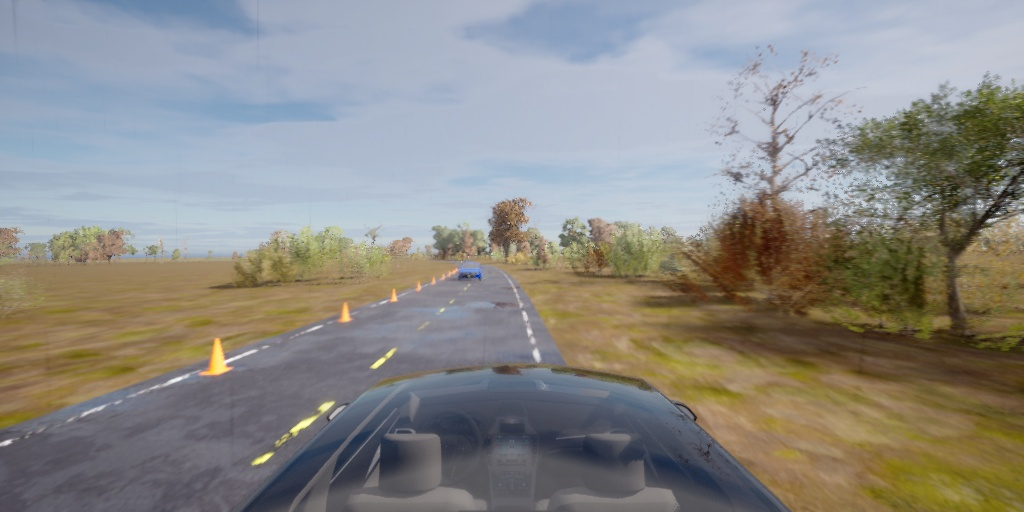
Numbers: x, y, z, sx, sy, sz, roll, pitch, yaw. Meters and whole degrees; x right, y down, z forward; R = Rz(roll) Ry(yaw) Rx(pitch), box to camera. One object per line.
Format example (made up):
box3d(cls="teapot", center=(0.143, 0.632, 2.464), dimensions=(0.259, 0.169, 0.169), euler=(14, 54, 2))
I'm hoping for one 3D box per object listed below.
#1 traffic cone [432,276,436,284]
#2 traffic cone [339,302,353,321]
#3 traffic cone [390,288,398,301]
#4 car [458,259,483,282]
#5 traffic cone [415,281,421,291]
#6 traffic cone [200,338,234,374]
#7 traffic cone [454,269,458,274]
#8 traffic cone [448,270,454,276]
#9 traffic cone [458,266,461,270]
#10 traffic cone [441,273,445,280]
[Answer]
box3d(cls="traffic cone", center=(-5.724, 1.750, 26.201), dimensions=(0.340, 0.580, 0.340), euler=(0, 0, -3))
box3d(cls="traffic cone", center=(-5.250, 1.740, 11.291), dimensions=(0.340, 0.580, 0.340), euler=(0, 0, -1))
box3d(cls="traffic cone", center=(-5.358, 1.742, 16.263), dimensions=(0.340, 0.580, 0.340), euler=(0, 0, -2))
box3d(cls="car", center=(-3.448, 1.260, 30.112), dimensions=(1.882, 1.535, 5.008), euler=(0, 0, -3))
box3d(cls="traffic cone", center=(-5.515, 1.745, 21.232), dimensions=(0.340, 0.580, 0.340), euler=(0, 0, -2))
box3d(cls="traffic cone", center=(-5.194, 1.738, 6.319), dimensions=(0.340, 0.580, 0.340), euler=(0, 0, 0))
box3d(cls="traffic cone", center=(-6.651, 1.766, 41.089), dimensions=(0.340, 0.580, 0.340), euler=(0, 0, -4))
box3d(cls="traffic cone", center=(-6.291, 1.760, 36.129), dimensions=(0.340, 0.580, 0.340), euler=(0, 0, -4))
box3d(cls="traffic cone", center=(-7.060, 1.772, 46.045), dimensions=(0.340, 0.580, 0.340), euler=(0, 0, -5))
box3d(cls="traffic cone", center=(-5.982, 1.754, 31.167), dimensions=(0.340, 0.580, 0.340), euler=(0, 0, -3))
